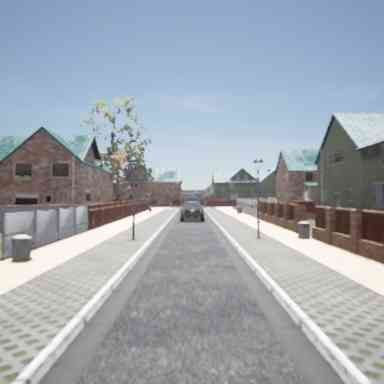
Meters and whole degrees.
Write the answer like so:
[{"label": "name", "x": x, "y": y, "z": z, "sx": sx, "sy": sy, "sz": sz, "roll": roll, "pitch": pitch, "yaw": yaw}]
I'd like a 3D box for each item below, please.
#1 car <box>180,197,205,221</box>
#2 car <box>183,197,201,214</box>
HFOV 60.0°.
[{"label": "car", "x": 0.038, "y": 1.642, "z": 30.266, "sx": 2.097, "sy": 1.767, "sz": 4.553, "roll": 0, "pitch": -1, "yaw": 0}, {"label": "car", "x": 0.016, "y": 1.620, "z": 42.060, "sx": 2.150, "sy": 2.045, "sz": 5.566, "roll": 0, "pitch": -1, "yaw": 0}]
